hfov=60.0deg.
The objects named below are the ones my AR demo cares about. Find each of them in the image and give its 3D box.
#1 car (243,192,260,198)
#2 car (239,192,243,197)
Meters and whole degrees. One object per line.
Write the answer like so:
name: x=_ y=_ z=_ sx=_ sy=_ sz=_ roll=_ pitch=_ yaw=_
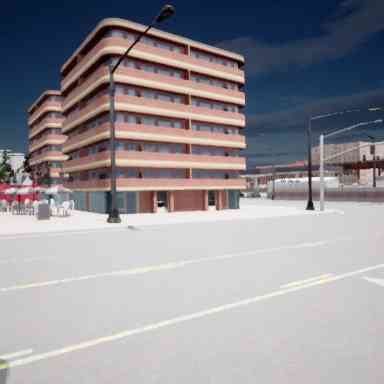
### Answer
car: x=16.436 y=0.783 z=88.833 sx=3.806 sy=1.475 sz=1.970 roll=-1 pitch=1 yaw=-35
car: x=12.462 y=0.636 z=93.051 sx=4.611 sy=1.667 sz=2.242 roll=-1 pitch=1 yaw=-35
